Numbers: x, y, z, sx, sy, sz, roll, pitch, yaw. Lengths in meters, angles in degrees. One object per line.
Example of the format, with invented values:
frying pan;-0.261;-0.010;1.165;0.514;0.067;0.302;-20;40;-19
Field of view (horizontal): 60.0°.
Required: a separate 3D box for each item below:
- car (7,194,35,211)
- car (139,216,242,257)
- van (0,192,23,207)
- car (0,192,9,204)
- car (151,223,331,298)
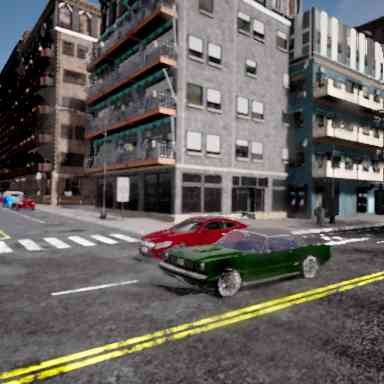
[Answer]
car;-17.050;1.188;33.676;1.802;1.307;4.206;3;-1;-37
car;0.380;1.602;11.947;4.674;1.442;1.812;1;0;-36
van;-20.494;0.860;38.119;1.690;1.788;3.998;3;-1;-37
car;-27.353;0.784;47.039;1.967;1.590;4.097;3;-1;-37
car;1.540;1.668;8.781;4.718;1.301;1.895;1;0;-36
